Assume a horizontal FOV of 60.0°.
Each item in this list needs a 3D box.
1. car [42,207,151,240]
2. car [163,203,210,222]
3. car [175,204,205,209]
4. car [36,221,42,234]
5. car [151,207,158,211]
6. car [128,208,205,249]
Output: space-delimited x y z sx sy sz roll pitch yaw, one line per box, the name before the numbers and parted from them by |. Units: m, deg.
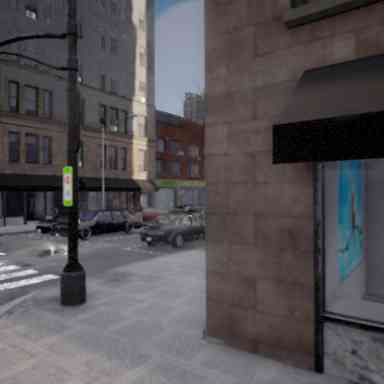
car | -4.981 1.691 18.242 2.033 1.411 5.357 0 0 35
car | -0.421 1.733 29.037 1.947 1.339 4.313 0 0 35
car | 0.825 1.714 26.412 1.994 1.385 4.181 0 0 35
car | -7.006 1.725 19.773 1.947 1.339 4.313 0 0 35
car | -3.714 1.745 24.405 1.802 1.307 4.206 0 0 35
car | -0.465 1.659 15.124 2.008 1.369 4.403 0 0 35
